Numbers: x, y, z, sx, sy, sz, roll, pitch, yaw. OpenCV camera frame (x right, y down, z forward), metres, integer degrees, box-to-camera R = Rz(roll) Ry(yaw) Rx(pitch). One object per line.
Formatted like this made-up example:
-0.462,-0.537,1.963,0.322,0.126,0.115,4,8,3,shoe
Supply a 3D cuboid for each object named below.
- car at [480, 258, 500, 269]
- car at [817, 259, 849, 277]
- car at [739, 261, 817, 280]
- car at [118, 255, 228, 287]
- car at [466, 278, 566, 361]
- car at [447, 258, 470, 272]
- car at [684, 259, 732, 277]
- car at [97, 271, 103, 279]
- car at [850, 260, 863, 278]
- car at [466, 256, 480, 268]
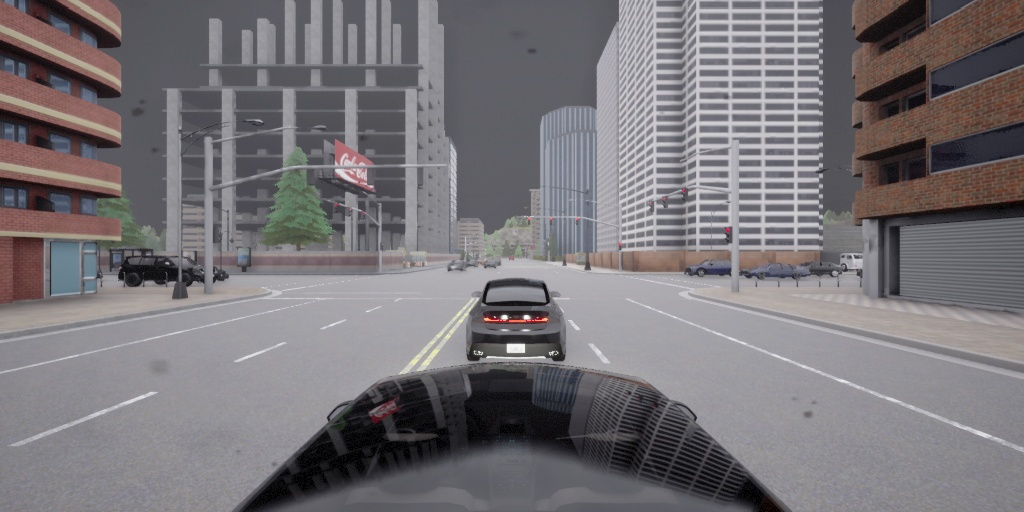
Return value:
-3.335,1.256,55.180,1.837,1.490,4.892,0,0,0,car
29.062,1.255,34.709,4.892,1.490,1.837,0,0,0,car
22.803,1.297,31.215,5.357,1.411,2.033,0,0,0,car
-22.815,0.972,23.988,5.566,2.045,2.150,0,0,0,car
0.093,1.255,8.247,1.837,1.490,4.892,0,0,1,car
-6.891,1.241,44.872,2.128,1.511,4.902,0,0,0,car
19.212,1.102,34.713,4.553,1.767,2.097,0,0,0,car
-34.879,1.297,27.483,5.357,1.411,2.033,0,0,0,car
32.715,1.314,31.206,4.181,1.385,1.994,0,0,0,car
-6.804,1.254,59.437,1.837,1.490,4.892,0,0,0,car
